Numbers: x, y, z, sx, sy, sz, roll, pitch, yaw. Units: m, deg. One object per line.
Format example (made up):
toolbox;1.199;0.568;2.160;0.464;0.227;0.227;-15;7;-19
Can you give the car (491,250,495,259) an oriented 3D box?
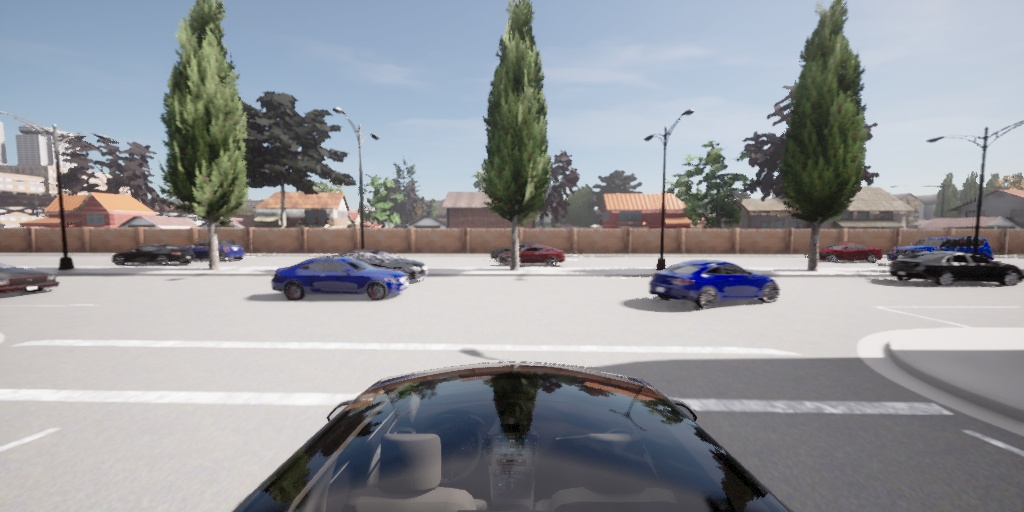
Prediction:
car;0.843;-0.331;28.292;5.008;1.535;1.882;0;4;0

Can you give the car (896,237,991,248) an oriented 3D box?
car;29.620;-0.280;24.841;5.566;2.045;2.150;0;4;0

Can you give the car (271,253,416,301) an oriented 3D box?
car;-6.190;0.767;13.125;4.674;1.442;1.812;0;4;0

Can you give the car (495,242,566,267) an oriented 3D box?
car;1.372;-0.033;24.792;4.674;1.442;1.812;0;4;0

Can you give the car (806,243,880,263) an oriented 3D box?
car;26.171;-0.280;28.344;5.008;1.535;1.882;0;4;0

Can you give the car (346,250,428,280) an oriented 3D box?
car;-6.415;0.492;16.610;4.902;1.511;2.128;0;4;0

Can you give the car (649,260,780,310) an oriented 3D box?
car;6.877;0.863;12.232;4.674;1.442;1.812;-1;3;-21

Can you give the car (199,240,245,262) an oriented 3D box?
car;-23.877;-0.507;28.232;4.553;1.767;2.097;0;4;0

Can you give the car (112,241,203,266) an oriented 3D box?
car;-24.654;-0.087;24.752;4.674;1.442;1.812;0;4;0

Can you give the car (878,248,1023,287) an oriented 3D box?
car;20.528;0.566;16.664;4.892;1.490;1.837;0;4;0

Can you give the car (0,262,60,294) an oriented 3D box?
car;-20.143;0.775;13.075;5.357;1.411;2.033;0;4;1
